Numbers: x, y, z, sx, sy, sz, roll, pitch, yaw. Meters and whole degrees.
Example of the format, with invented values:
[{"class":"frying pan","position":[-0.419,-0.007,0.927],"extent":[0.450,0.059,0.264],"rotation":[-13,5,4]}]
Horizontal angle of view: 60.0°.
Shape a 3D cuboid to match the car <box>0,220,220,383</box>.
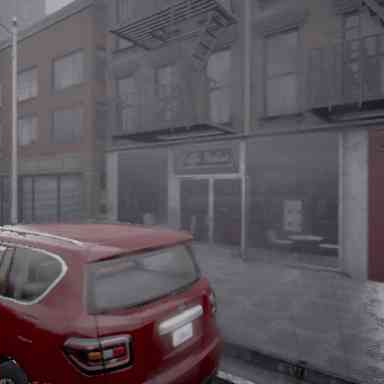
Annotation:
[{"class":"car","position":[-2.023,1.292,4.255],"extent":[5.009,1.841,2.192],"rotation":[0,0,36]}]
